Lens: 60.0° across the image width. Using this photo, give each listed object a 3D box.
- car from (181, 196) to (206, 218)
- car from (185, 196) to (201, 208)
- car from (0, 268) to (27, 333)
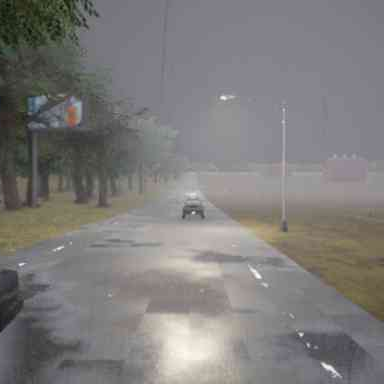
[{"bbox_3d":[0.111,1.411,29.301,1.837,1.490,4.892,0,1,0],"label":"car"},{"bbox_3d":[0.118,1.297,45.465,2.128,1.511,4.902,0,0,0],"label":"car"},{"bbox_3d":[-3.594,1.545,3.048,2.033,1.411,5.357,0,0,0],"label":"car"}]
